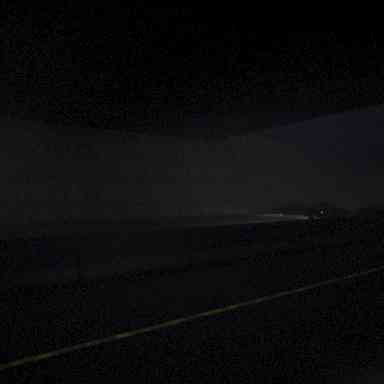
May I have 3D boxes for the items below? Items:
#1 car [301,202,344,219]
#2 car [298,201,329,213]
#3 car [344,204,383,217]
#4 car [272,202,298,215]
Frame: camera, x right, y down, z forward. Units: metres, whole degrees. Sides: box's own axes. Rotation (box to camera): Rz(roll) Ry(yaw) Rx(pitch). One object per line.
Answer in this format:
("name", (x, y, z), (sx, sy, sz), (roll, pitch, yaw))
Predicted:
("car", (12.330, 1.824, 29.999), (4.718, 1.301, 1.895), (1, 0, -35))
("car", (13.880, 1.764, 35.400), (4.892, 1.490, 1.837), (1, 0, -35))
("car", (15.285, 1.724, 27.806), (4.902, 1.511, 2.128), (1, 0, -35))
("car", (11.565, 1.803, 38.051), (5.357, 1.411, 2.033), (1, 0, -35))
